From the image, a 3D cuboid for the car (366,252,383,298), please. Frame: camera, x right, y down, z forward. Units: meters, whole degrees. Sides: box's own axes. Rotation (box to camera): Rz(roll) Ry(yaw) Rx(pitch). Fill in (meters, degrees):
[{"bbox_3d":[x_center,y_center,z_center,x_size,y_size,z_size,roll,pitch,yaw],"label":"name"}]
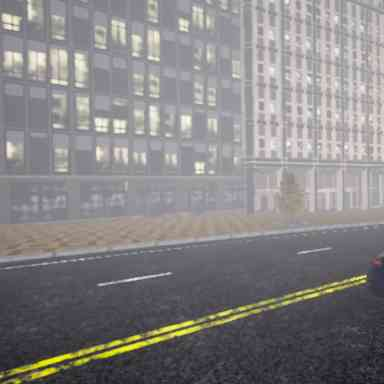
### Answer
[{"bbox_3d":[5.672,1.538,7.168,4.181,1.385,1.994,0,0,-33],"label":"car"}]
